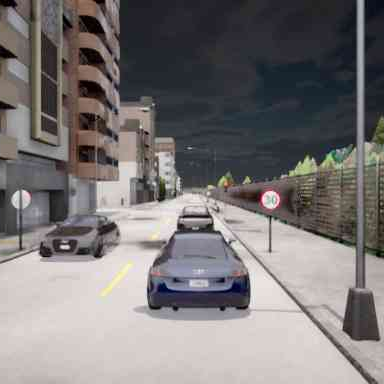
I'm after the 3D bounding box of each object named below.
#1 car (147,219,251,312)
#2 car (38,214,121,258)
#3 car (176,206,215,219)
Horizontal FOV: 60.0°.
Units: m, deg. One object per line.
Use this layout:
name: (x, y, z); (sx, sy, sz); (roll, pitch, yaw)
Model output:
car: (0.131, 1.561, 7.819); (1.994, 1.385, 4.181); (0, 0, 0)
car: (-4.032, 1.559, 12.562); (1.994, 1.385, 4.181); (0, 0, 0)
car: (0.185, 1.484, 17.734); (2.128, 1.511, 4.902); (0, 0, 1)
